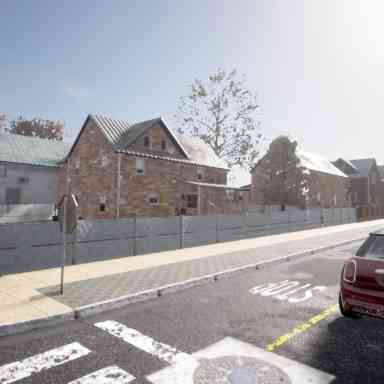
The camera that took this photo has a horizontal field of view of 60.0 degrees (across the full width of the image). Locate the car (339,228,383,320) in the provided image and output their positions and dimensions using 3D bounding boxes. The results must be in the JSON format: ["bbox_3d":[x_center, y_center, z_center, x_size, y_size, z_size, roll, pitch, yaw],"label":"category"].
[{"bbox_3d":[4.753,1.456,6.720,2.097,1.767,4.553,-2,-2,44],"label":"car"}]
